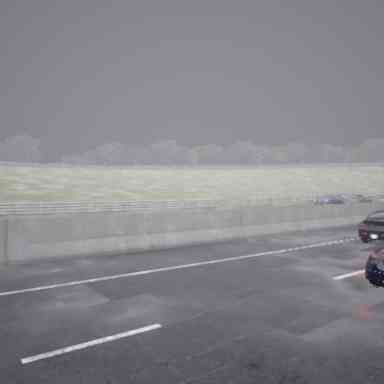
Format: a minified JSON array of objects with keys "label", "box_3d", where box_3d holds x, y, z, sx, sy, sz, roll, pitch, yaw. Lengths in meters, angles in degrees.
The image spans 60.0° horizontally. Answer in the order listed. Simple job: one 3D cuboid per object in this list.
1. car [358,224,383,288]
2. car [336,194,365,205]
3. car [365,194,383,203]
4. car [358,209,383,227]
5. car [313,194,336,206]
[{"label":"car","box_3d":[6.109,1.579,8.126,4.181,1.385,1.994,0,0,-35]},{"label":"car","box_3d":[19.762,1.157,39.526,4.902,1.511,2.128,-2,1,-35]},{"label":"car","box_3d":[21.485,1.026,36.457,4.553,1.767,2.097,-2,1,-35]},{"label":"car","box_3d":[9.199,1.496,14.599,4.892,1.490,1.837,0,0,-35]},{"label":"car","box_3d":[17.363,1.028,42.113,4.553,1.767,2.097,-2,1,-35]}]
